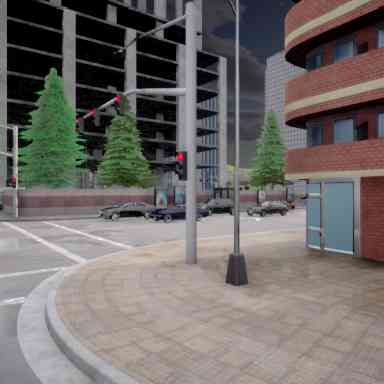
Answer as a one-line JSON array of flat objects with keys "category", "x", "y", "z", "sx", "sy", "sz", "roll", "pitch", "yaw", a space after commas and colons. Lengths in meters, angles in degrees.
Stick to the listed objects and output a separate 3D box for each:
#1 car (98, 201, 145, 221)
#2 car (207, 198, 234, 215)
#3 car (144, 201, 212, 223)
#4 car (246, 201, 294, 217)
[{"category": "car", "x": -5.283, "y": 1.547, "z": 27.608, "sx": 4.902, "sy": 1.511, "sz": 2.128, "roll": 0, "pitch": 0, "yaw": -35}, {"category": "car", "x": 2.207, "y": 1.407, "z": 32.896, "sx": 4.553, "sy": 1.767, "sz": 2.097, "roll": 0, "pitch": 0, "yaw": -35}, {"category": "car", "x": -1.021, "y": 1.656, "z": 26.332, "sx": 4.718, "sy": 1.301, "sz": 1.895, "roll": 0, "pitch": 0, "yaw": -35}, {"category": "car", "x": 7.364, "y": 1.581, "z": 32.248, "sx": 4.674, "sy": 1.442, "sz": 1.812, "roll": 0, "pitch": 0, "yaw": -35}]
